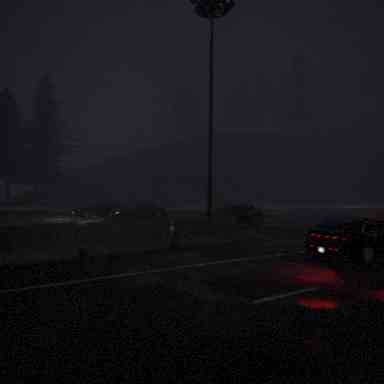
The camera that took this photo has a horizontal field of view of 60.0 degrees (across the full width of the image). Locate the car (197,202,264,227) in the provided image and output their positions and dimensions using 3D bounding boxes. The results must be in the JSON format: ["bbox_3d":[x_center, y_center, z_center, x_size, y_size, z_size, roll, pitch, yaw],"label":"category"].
[{"bbox_3d":[2.570,1.581,22.118,4.892,1.490,1.837,1,-1,-30],"label":"car"}]

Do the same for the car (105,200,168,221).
[{"bbox_3d":[-4.118,1.531,26.261,4.674,1.442,1.812,1,0,-31],"label":"car"}]

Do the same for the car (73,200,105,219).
[{"bbox_3d":[-7.543,1.475,28.250,4.892,1.490,1.837,1,-1,-32],"label":"car"}]

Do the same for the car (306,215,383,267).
[{"bbox_3d":[6.158,1.600,11.771,4.892,1.490,1.837,1,0,-31],"label":"car"}]

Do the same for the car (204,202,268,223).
[{"bbox_3d":[3.572,1.603,26.692,4.892,1.490,1.837,1,-1,-29],"label":"car"}]
